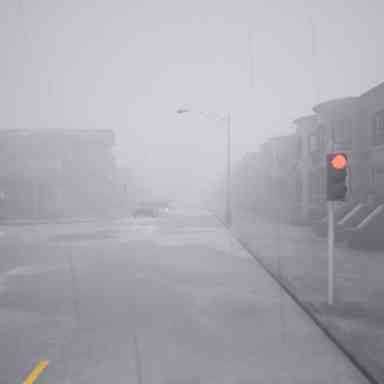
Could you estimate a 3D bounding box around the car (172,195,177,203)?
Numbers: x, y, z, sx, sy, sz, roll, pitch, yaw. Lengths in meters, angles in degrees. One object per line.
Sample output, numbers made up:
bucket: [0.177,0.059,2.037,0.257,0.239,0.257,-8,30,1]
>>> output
car: [-4.041,1.411,66.525,1.812,1.442,4.674,0,0,0]

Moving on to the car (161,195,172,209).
car: [-4.125,1.400,44.924,1.882,1.535,5.008,0,0,0]

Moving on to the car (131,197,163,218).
car: [-4.129,1.495,30.100,2.033,1.411,5.357,0,0,0]
